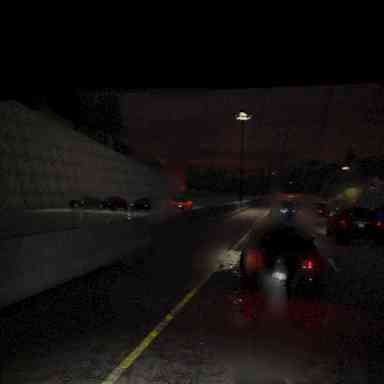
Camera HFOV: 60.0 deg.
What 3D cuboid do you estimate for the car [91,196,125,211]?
[{"bbox_3d":[-8.461,1.166,35.600,1.812,1.442,4.674,2,0,16],"label":"car"}]

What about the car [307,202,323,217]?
[{"bbox_3d":[13.327,1.816,35.180,1.882,1.535,5.008,2,0,16],"label":"car"}]

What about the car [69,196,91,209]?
[{"bbox_3d":[-11.644,1.135,37.186,1.895,1.301,4.718,2,0,16],"label":"car"}]

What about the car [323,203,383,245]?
[{"bbox_3d":[8.381,1.576,17.399,2.097,1.767,4.553,2,0,16],"label":"car"}]

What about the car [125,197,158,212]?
[{"bbox_3d":[-4.835,1.272,35.536,1.882,1.535,5.008,2,0,16],"label":"car"}]

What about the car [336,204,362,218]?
[{"bbox_3d":[17.617,2.070,37.559,1.895,1.301,4.718,2,0,16],"label":"car"}]

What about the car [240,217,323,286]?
[{"bbox_3d":[2.631,1.660,9.814,1.895,1.301,4.718,2,0,16],"label":"car"}]

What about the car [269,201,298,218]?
[{"bbox_3d":[7.372,1.520,26.823,2.097,1.767,4.553,2,0,16],"label":"car"}]

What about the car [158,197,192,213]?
[{"bbox_3d":[-1.454,1.271,34.626,2.097,1.767,4.553,2,0,16],"label":"car"}]
